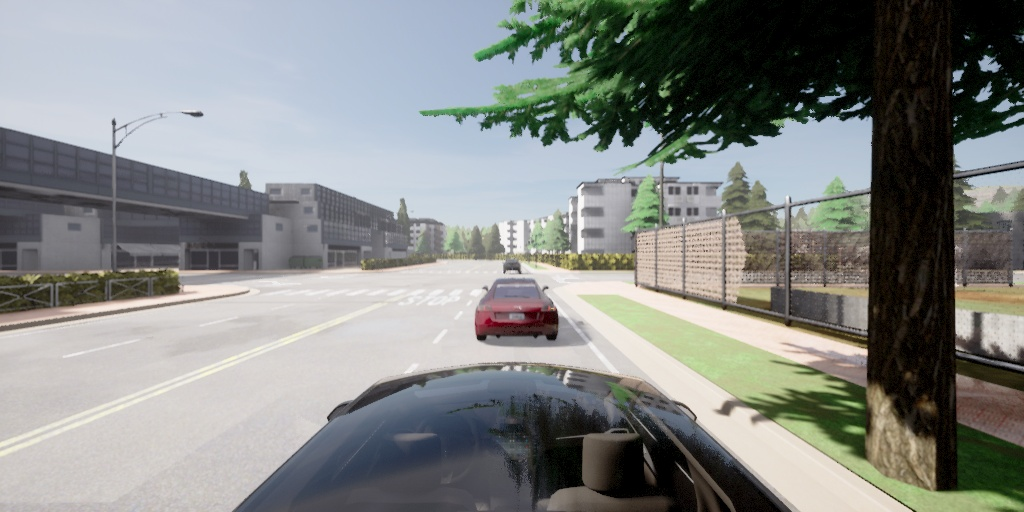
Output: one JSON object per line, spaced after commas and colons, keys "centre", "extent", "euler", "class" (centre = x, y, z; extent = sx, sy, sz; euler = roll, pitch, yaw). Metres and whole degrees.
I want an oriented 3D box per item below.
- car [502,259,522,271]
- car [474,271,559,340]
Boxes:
{"centre": [-0.008, 1.074, 38.984], "extent": [1.837, 1.490, 4.892], "euler": [0, 0, -1], "class": "car"}
{"centre": [0.096, 1.275, 9.824], "extent": [1.994, 1.385, 4.181], "euler": [0, 0, 0], "class": "car"}
